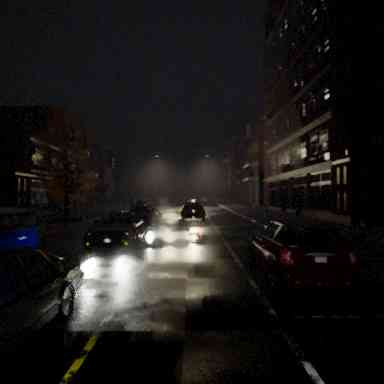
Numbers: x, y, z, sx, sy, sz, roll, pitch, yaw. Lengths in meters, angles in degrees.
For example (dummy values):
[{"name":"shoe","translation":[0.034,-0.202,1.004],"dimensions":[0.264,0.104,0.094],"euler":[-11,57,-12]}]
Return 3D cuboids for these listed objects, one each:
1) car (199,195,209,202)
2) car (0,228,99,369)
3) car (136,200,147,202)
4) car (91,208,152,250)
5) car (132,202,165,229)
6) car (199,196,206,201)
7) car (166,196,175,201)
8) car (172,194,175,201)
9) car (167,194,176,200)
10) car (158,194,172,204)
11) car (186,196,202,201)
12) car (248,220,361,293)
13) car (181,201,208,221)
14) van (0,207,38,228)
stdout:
[{"name":"car","translation":[2.693,1.584,71.639],"dimensions":[1.752,1.417,4.829],"euler":[1,0,0]},{"name":"car","translation":[-3.089,1.551,4.584],"dimensions":[2.033,1.411,5.357],"euler":[0,0,0]},{"name":"car","translation":[-5.682,1.610,37.287],"dimensions":[1.802,1.307,4.206],"euler":[1,0,0]},{"name":"car","translation":[-3.090,1.574,14.120],"dimensions":[1.994,1.385,4.181],"euler":[0,0,0]},{"name":"car","translation":[-3.003,1.580,21.543],"dimensions":[1.994,1.385,4.181],"euler":[0,0,0]},{"name":"car","translation":[2.690,1.658,88.528],"dimensions":[1.802,1.307,4.206],"euler":[1,0,0]},{"name":"car","translation":[-5.689,1.642,88.466],"dimensions":[1.947,1.339,4.313],"euler":[1,0,0]},{"name":"car","translation":[-5.688,1.630,77.094],"dimensions":[1.947,1.339,4.313],"euler":[1,0,0]},{"name":"car","translation":[-5.685,1.397,94.153],"dimensions":[2.192,1.841,5.009],"euler":[1,0,0]},{"name":"car","translation":[-5.684,1.493,65.719],"dimensions":[1.967,1.590,4.097],"euler":[1,0,0]},{"name":"car","translation":[0.073,1.600,46.436],"dimensions":[1.994,1.385,4.181],"euler":[0,0,0]},{"name":"car","translation":[2.704,1.447,8.915],"dimensions":[1.967,1.590,4.097],"euler":[1,0,0]},{"name":"car","translation":[0.097,1.621,26.943],"dimensions":[1.895,1.301,4.718],"euler":[0,0,0]},{"name":"van","translation":[-5.674,1.348,8.853],"dimensions":[1.690,1.788,3.998],"euler":[1,0,0]}]
